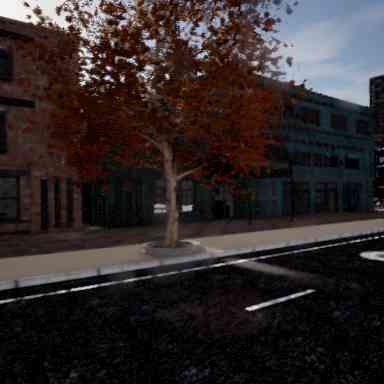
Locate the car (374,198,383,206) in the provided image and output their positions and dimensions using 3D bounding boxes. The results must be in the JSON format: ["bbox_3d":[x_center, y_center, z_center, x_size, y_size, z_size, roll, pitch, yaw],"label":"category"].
[{"bbox_3d":[31.504,1.687,57.890,2.008,1.369,4.403,-2,0,-36],"label":"car"}]
